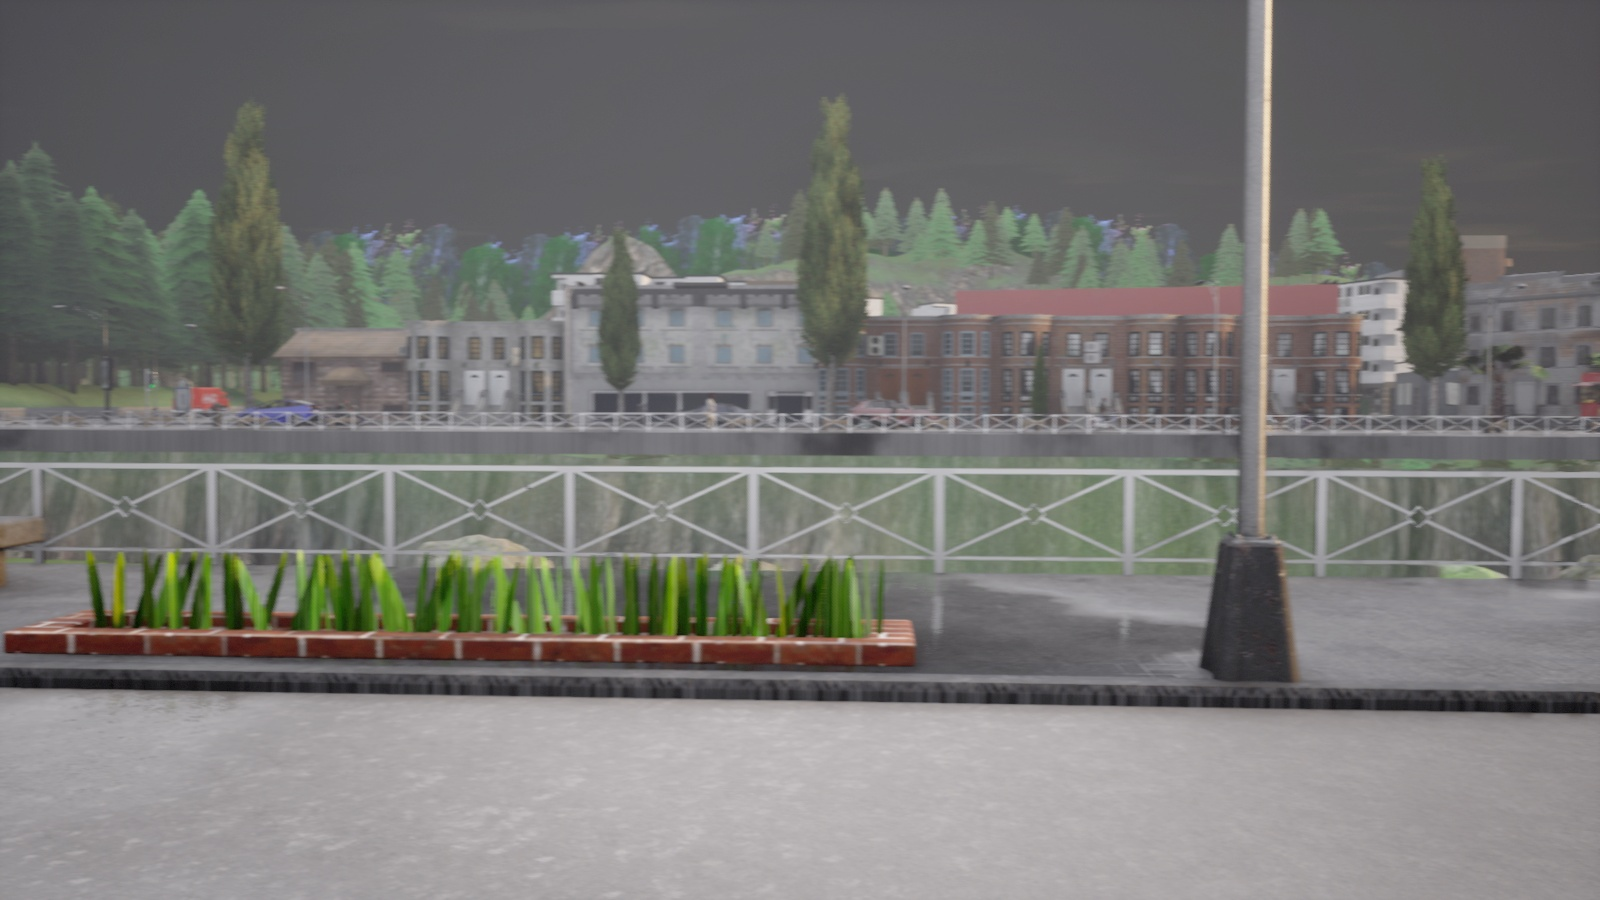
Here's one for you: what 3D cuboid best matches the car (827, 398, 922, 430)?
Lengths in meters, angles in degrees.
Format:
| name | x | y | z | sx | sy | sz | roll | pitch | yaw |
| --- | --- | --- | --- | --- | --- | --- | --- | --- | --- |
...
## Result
| name | x | y | z | sx | sy | sz | roll | pitch | yaw |
| --- | --- | --- | --- | --- | --- | --- | --- | --- | --- |
| car | 3.881 | -1.907 | 65.729 | 4.856 | 1.649 | 2.033 | 0 | 2 | 2 |

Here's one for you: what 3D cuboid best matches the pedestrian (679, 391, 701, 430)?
| name | x | y | z | sx | sy | sz | roll | pitch | yaw |
| --- | --- | --- | --- | --- | --- | --- | --- | --- | --- |
| pedestrian | -5.217 | -1.880 | 59.627 | 0.900 | 1.855 | 0.874 | 0 | 2 | 6 |

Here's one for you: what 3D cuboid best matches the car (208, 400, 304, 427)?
| name | x | y | z | sx | sy | sz | roll | pitch | yaw |
| --- | --- | --- | --- | --- | --- | --- | --- | --- | --- |
| car | -30.786 | -2.075 | 71.147 | 4.514 | 1.525 | 2.007 | 0 | 2 | 2 |

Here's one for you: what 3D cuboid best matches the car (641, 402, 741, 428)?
| name | x | y | z | sx | sy | sz | roll | pitch | yaw |
| --- | --- | --- | --- | --- | --- | --- | --- | --- | --- |
| car | -6.047 | -1.955 | 70.141 | 5.357 | 1.411 | 2.033 | 0 | 2 | 2 |

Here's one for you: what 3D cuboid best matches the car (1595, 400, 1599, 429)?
| name | x | y | z | sx | sy | sz | roll | pitch | yaw |
| --- | --- | --- | --- | --- | --- | --- | --- | --- | --- |
| car | 43.303 | -1.794 | 64.121 | 4.193 | 1.474 | 1.816 | 0 | 2 | 2 |

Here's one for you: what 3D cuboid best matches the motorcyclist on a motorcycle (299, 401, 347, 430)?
| name | x | y | z | sx | sy | sz | roll | pitch | yaw |
| --- | --- | --- | --- | --- | --- | --- | --- | --- | --- |
| motorcyclist on a motorcycle | -25.402 | -1.825 | 66.935 | 2.191 | 1.530 | 0.866 | 0 | 2 | 2 |
